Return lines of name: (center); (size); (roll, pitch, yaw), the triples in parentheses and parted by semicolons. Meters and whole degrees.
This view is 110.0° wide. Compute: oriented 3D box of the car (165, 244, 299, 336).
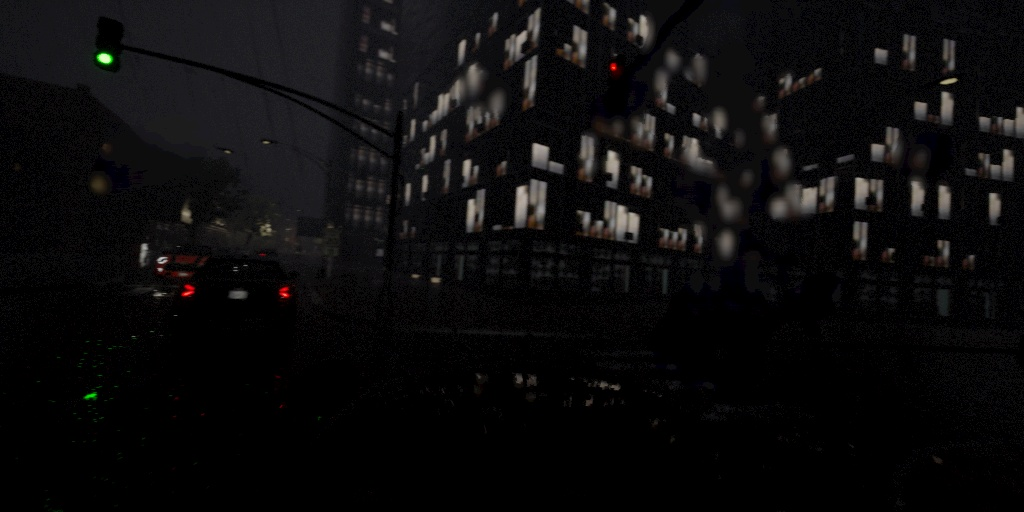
car: (-6.649, 0.743, 9.035); (2.097, 1.767, 4.553); (5, -1, -32)

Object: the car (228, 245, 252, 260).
car: (-31.627, -0.428, 41.812); (1.812, 1.442, 4.674); (5, -1, -33)

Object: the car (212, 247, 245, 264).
car: (-26.220, -0.086, 33.304); (1.895, 1.301, 4.718); (5, -1, -33)

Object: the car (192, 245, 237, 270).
car: (-21.061, 0.050, 25.557); (1.882, 1.535, 5.008); (5, -1, -34)

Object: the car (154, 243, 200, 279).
car: (-15.887, 0.186, 17.885); (2.097, 1.767, 4.553); (5, -1, -34)

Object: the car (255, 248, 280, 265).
car: (-24.581, -0.004, 36.131); (1.837, 1.490, 4.892); (5, -1, -33)

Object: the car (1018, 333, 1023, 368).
car: (13.427, 2.079, 7.428); (5.009, 1.841, 2.192); (0, 0, -10)
